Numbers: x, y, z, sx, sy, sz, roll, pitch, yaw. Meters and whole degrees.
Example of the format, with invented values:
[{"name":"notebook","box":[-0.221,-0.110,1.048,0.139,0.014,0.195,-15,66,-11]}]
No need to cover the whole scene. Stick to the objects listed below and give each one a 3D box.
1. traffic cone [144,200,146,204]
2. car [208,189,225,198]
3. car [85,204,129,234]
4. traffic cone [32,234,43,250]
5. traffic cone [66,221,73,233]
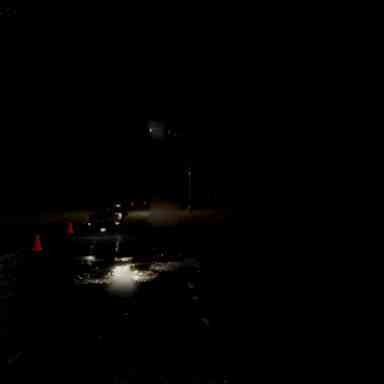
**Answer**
[{"name":"traffic cone","box":[-6.854,1.473,48.159,0.340,0.580,0.340,0,1,12]},{"name":"car","box":[5.191,0.250,70.447,2.097,1.767,4.553,0,2,33]},{"name":"car","box":[-4.585,1.408,18.658,2.033,1.411,5.357,0,1,-7]},{"name":"traffic cone","box":[-5.849,1.884,12.576,0.340,0.580,0.340,0,1,-7]},{"name":"traffic cone","box":[-6.435,1.836,17.541,0.340,0.580,0.340,0,1,-7]}]
